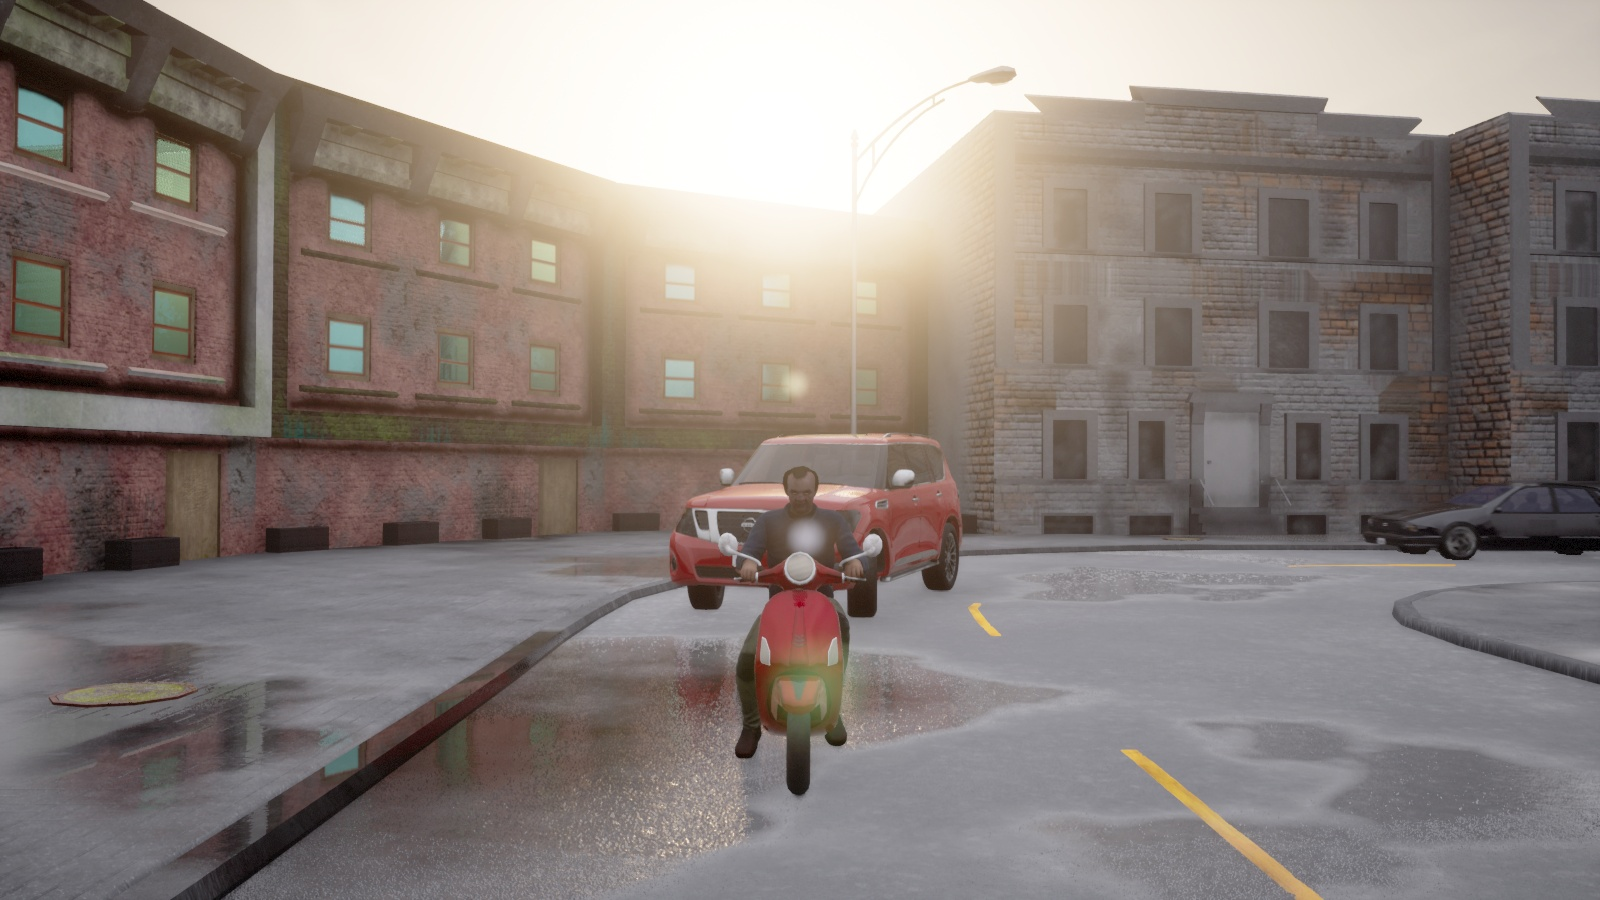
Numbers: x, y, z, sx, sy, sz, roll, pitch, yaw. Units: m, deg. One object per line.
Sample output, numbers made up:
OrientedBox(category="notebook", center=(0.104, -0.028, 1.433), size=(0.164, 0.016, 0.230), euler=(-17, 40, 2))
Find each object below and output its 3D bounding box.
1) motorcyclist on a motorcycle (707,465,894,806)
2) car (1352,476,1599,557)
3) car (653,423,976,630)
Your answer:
OrientedBox(category="motorcyclist on a motorcycle", center=(0.009, 0.882, 6.778), size=(0.866, 1.590, 1.817), euler=(0, -1, 1))
OrientedBox(category="car", center=(13.392, 1.200, 23.357), size=(5.357, 1.411, 2.033), euler=(0, -1, 0))
OrientedBox(category="car", center=(0.457, 0.789, 15.440), size=(2.150, 2.045, 5.566), euler=(0, -1, 21))
